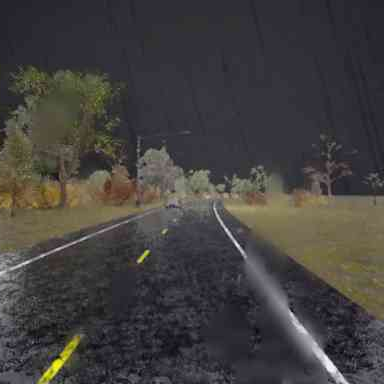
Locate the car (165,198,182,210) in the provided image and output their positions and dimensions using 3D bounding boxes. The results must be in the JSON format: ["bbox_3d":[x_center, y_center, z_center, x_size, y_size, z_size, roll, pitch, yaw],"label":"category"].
[{"bbox_3d":[-2.355,1.536,43.372,1.994,1.385,4.181,0,0,3],"label":"car"}]
